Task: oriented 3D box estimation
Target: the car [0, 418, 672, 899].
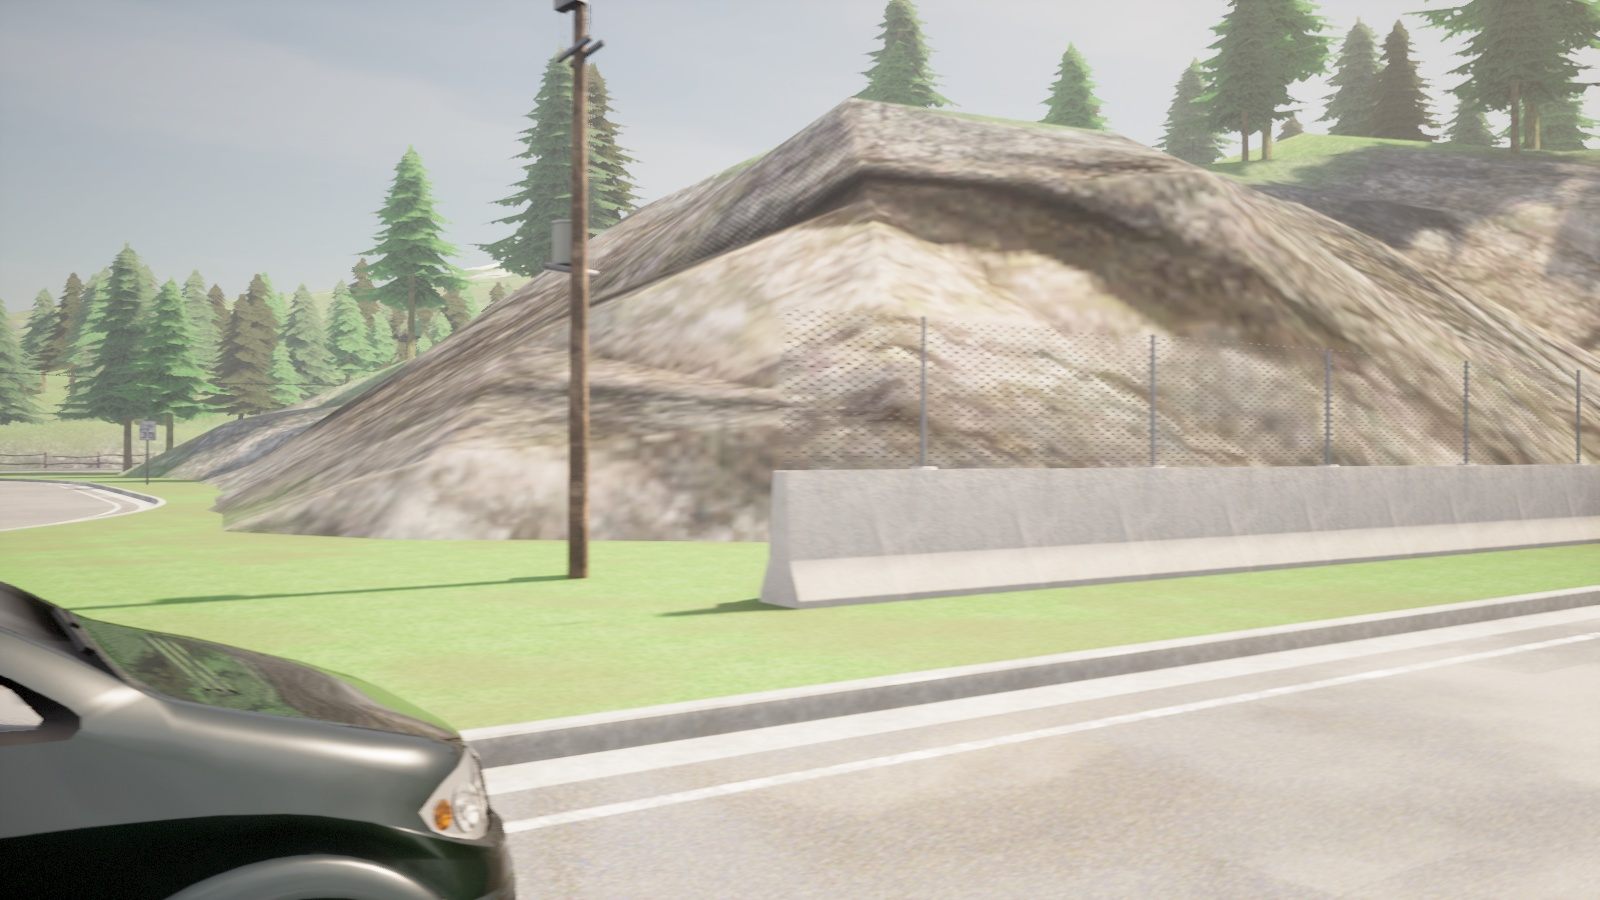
[{"bbox_3d":[-2.277,0.733,2.074,3.705,1.549,1.789,0,0,-35],"label":"car"}]
